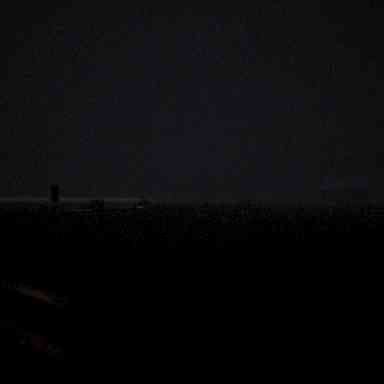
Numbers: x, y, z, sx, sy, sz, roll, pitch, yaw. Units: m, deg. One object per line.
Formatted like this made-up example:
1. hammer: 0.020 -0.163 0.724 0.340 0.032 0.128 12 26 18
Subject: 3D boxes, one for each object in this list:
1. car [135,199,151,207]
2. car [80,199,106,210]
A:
1. car: -9.403 2.057 63.828 1.994 1.385 4.181 0 -1 18
2. car: -14.258 1.798 48.160 1.812 1.442 4.674 0 -1 16
